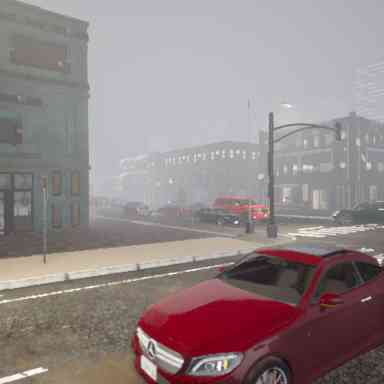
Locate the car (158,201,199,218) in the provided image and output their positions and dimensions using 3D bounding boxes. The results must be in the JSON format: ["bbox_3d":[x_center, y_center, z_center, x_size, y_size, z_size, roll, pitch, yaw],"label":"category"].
[{"bbox_3d":[-1.718,1.937,35.168,1.895,1.301,4.718,-1,0,-35],"label":"car"}]

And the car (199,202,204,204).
[{"bbox_3d":[0.775,1.903,41.643,1.802,1.307,4.206,-2,0,-35],"label":"car"}]

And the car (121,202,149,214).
[{"bbox_3d":[-7.432,2.011,43.235,1.994,1.385,4.181,-1,0,-35],"label":"car"}]

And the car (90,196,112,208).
[{"bbox_3d":[-17.773,1.879,63.297,2.150,2.045,5.566,-1,0,-35],"label":"car"}]

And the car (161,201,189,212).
[{"bbox_3d":[-2.429,1.965,46.155,1.802,1.307,4.206,-2,0,-35],"label":"car"}]

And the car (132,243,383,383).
[{"bbox_3d":[1.460,1.525,4.723,4.674,1.442,1.812,0,0,-35],"label":"car"}]

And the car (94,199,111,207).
[{"bbox_3d":[-18.453,2.227,68.720,1.887,1.381,4.507,-1,0,-35],"label":"car"}]

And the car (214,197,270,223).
[{"bbox_3d":[3.933,1.445,27.199,2.150,2.045,5.566,-1,0,-35],"label":"car"}]

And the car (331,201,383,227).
[{"bbox_3d":[11.842,1.418,22.475,4.553,1.767,2.097,-1,-2,25],"label":"car"}]

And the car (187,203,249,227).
[{"bbox_3d":[1.878,1.814,25.404,1.947,1.339,4.313,-1,0,-35],"label":"car"}]

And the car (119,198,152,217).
[{"bbox_3d":[-6.060,1.846,36.788,1.967,1.590,4.097,-1,0,-35],"label":"car"}]

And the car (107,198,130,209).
[{"bbox_3d":[-11.864,2.149,54.984,1.895,1.301,4.718,-1,0,-35],"label":"car"}]
